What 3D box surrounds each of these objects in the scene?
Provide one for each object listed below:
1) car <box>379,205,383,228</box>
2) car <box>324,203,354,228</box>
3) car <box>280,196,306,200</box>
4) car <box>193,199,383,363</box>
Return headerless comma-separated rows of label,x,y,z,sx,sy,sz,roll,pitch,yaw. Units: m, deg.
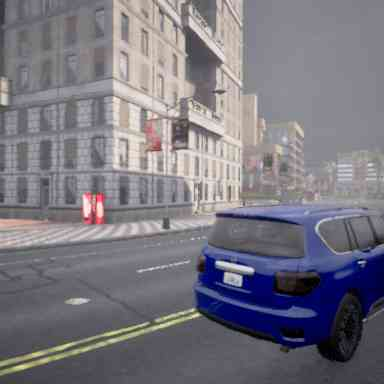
car,14.582,1.702,23.915,1.812,1.442,4.674,0,0,27
car,11.057,1.667,24.898,1.837,1.490,4.892,0,0,26
car,8.003,1.377,26.602,2.150,2.045,5.566,0,0,26
car,2.496,1.262,6.252,5.566,2.045,2.150,0,0,-43
